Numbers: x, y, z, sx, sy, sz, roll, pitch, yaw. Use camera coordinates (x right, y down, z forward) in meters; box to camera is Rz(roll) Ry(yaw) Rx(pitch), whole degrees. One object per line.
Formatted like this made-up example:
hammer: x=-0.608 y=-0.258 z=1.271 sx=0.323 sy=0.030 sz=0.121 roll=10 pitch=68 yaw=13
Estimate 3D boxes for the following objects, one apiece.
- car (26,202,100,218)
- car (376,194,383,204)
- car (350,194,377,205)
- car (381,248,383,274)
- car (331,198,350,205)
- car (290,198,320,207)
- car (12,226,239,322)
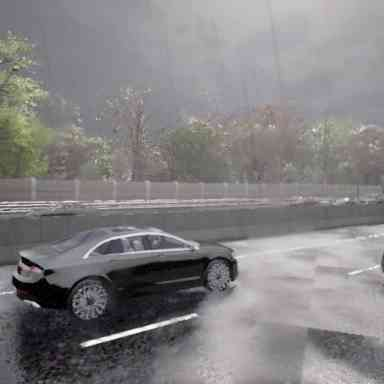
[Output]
car: x=-8.949 y=1.490 z=23.397 sx=4.902 sy=1.511 sz=2.128 roll=0 pitch=0 yaw=-35
car: x=23.521 y=1.373 z=37.967 sx=4.553 sy=1.767 sz=2.097 roll=0 pitch=0 yaw=-35
car: x=22.664 y=1.248 z=41.646 sx=5.566 sy=2.045 sz=2.150 roll=1 pitch=0 yaw=-35
car: x=6.586 y=1.526 z=8.463 sx=4.674 sy=1.442 sz=1.812 roll=0 pitch=0 yaw=-36
car: x=20.580 y=1.517 z=44.457 sx=4.902 sy=1.511 sz=2.128 roll=0 pitch=0 yaw=-35
car: x=15.307 y=1.497 z=45.005 sx=5.008 sy=1.535 sz=1.882 roll=0 pitch=0 yaw=-35
car: x=-1.129 y=1.491 z=7.242 sx=4.902 sy=1.511 sz=2.128 roll=0 pitch=0 yaw=-36
